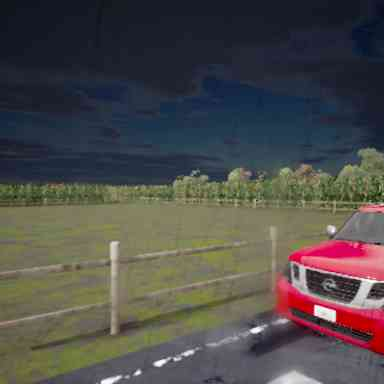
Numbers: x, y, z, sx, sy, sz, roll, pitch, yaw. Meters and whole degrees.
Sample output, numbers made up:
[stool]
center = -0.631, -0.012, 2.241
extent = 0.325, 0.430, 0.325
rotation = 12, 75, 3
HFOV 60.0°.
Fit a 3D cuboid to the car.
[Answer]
[car]
center = 3.960, 1.204, 5.897
extent = 5.566, 2.045, 2.150
rotation = 0, 0, -36
